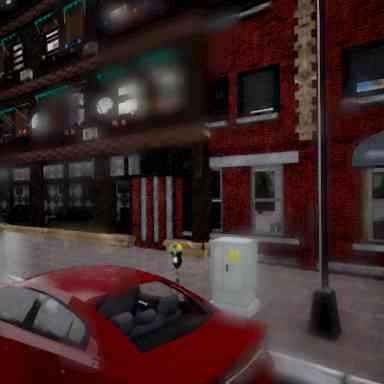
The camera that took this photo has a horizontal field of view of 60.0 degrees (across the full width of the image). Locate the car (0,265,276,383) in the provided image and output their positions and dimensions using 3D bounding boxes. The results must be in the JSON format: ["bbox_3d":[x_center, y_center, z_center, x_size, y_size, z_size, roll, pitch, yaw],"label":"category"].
[{"bbox_3d":[-1.326,1.544,3.836,4.507,1.381,1.887,0,-1,36],"label":"car"}]
